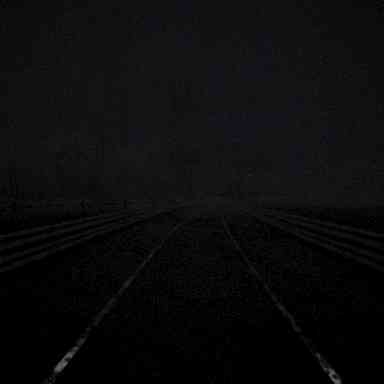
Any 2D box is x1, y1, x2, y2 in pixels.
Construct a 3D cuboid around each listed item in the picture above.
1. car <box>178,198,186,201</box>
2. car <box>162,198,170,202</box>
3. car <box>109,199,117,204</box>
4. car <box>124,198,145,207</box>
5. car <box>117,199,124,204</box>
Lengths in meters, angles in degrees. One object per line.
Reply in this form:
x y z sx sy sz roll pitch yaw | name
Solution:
-2.923 2.284 84.319 1.994 1.385 4.181 0 -1 19 | car
-6.154 2.307 85.694 1.994 1.385 4.181 0 -1 19 | car
-15.185 2.075 69.399 2.033 1.411 5.357 0 -1 18 | car
-10.306 1.962 61.760 1.994 1.385 4.181 0 -1 17 | car
-12.489 1.946 66.533 1.882 1.535 5.008 0 -1 17 | car
